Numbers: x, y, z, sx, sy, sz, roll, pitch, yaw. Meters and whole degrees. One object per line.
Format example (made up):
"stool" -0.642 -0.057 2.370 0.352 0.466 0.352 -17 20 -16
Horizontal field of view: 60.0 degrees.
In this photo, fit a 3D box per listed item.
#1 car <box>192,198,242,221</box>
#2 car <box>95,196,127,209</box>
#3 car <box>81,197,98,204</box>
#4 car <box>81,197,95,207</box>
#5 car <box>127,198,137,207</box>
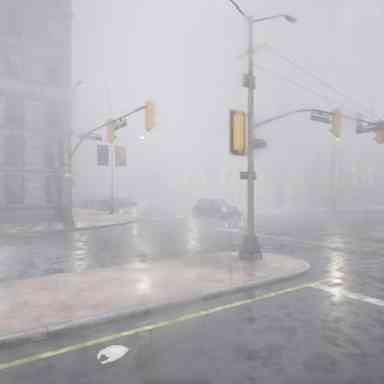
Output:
"car" 2.027 1.338 27.469 2.097 1.767 4.553 0 0 -36
"car" -11.104 1.339 45.490 2.097 1.767 4.553 0 0 -36
"car" -19.765 1.586 63.899 1.895 1.301 4.718 0 0 -35
"car" -15.113 1.512 51.299 1.812 1.442 4.674 0 0 -35
"car" -10.205 1.531 50.255 2.033 1.411 5.357 0 0 -35
